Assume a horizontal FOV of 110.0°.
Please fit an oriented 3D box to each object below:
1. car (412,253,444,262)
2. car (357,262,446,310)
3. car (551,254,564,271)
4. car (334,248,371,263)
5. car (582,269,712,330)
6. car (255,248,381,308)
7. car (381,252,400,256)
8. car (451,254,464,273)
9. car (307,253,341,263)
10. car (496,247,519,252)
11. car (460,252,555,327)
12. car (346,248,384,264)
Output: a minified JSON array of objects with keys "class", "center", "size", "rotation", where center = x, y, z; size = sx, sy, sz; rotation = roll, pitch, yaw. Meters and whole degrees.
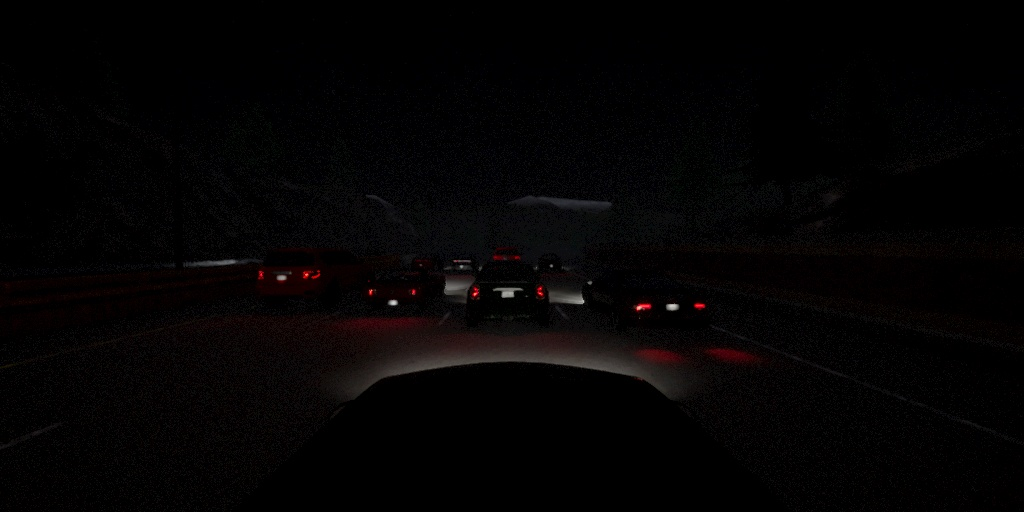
[{"class":"car","center":[-7.237,0.525,31.323],"size":[1.882,1.535,5.008],"rotation":[0,1,2]},{"class":"car","center":[-3.685,1.083,13.200],"size":[1.895,1.301,4.718],"rotation":[0,1,-1]},{"class":"car","center":[3.249,0.530,30.997],"size":[1.812,1.442,4.674],"rotation":[0,1,2]},{"class":"car","center":[-22.892,-0.162,51.660],"size":[2.150,2.045,5.566],"rotation":[0,2,10]},{"class":"car","center":[3.377,1.071,10.139],"size":[2.033,1.411,5.357],"rotation":[0,1,-1]},{"class":"car","center":[-7.200,0.704,13.806],"size":[2.150,2.045,5.566],"rotation":[0,1,-1]},{"class":"car","center":[-16.370,0.203,48.002],"size":[1.812,1.442,4.674],"rotation":[0,2,9]},{"class":"car","center":[-3.796,0.559,29.834],"size":[2.128,1.511,4.902],"rotation":[0,1,2]},{"class":"car","center":[-26.567,0.256,50.903],"size":[1.895,1.301,4.718],"rotation":[0,1,9]},{"class":"car","center":[-0.336,0.292,28.993],"size":[2.150,2.045,5.566],"rotation":[0,1,2]},{"class":"car","center":[-0.138,0.879,10.705],"size":[2.097,1.767,4.553],"rotation":[0,1,-1]},{"class":"car","center":[-19.829,-0.102,48.696],"size":[2.150,2.045,5.566],"rotation":[0,1,9]}]
